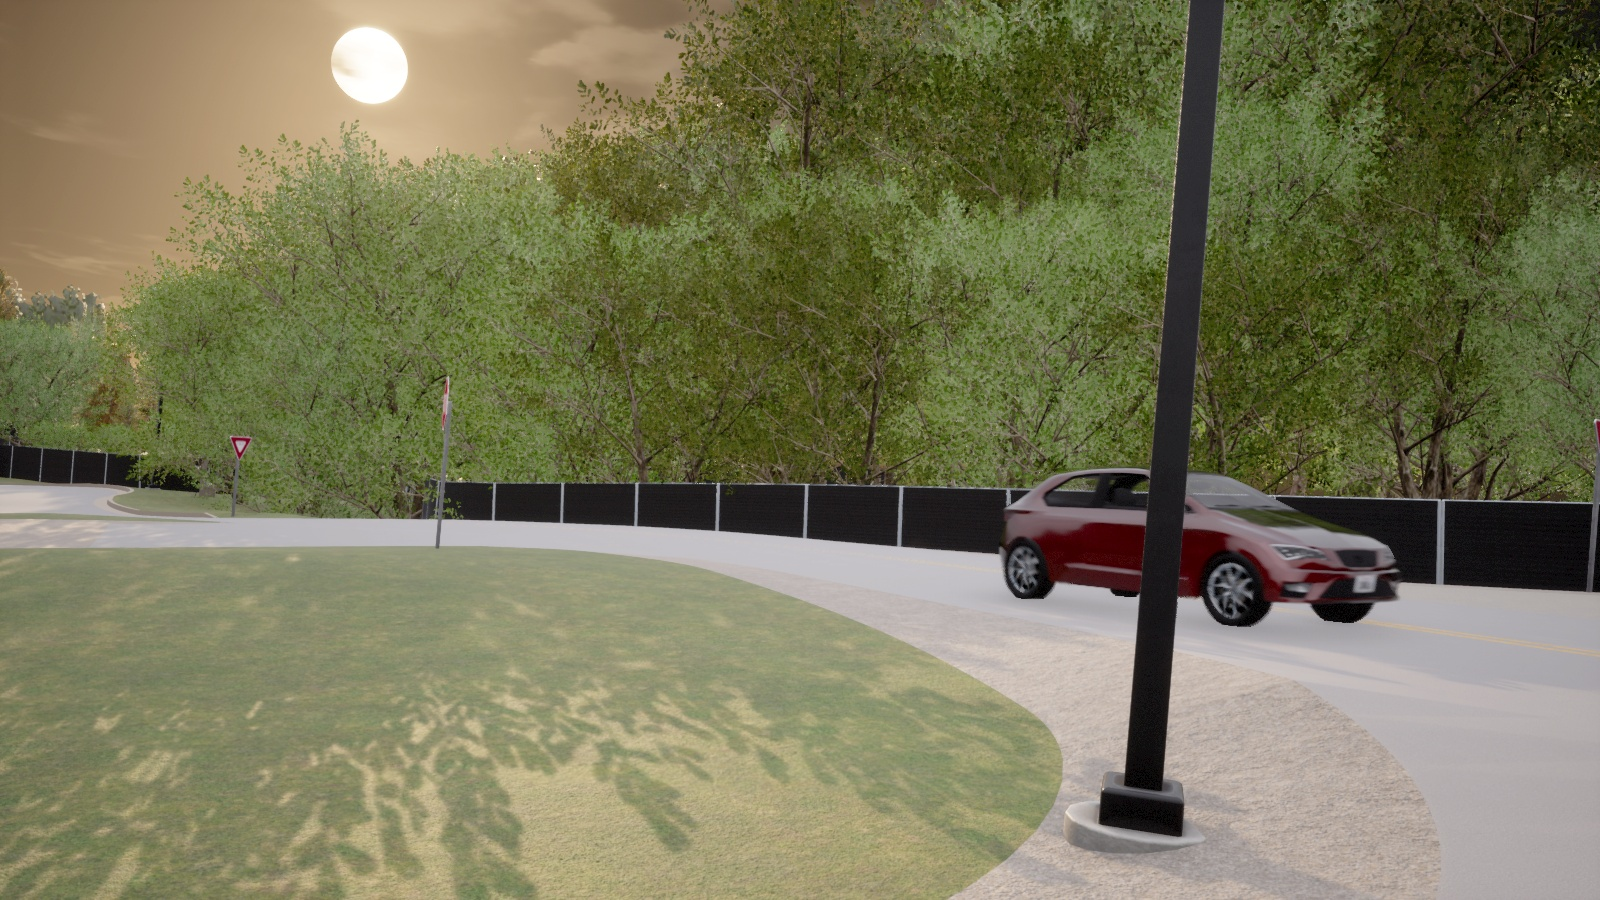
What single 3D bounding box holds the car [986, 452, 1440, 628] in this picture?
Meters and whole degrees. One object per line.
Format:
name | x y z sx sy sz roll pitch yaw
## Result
car | 3.969 0.826 12.788 1.816 1.474 4.193 2 -2 -32
